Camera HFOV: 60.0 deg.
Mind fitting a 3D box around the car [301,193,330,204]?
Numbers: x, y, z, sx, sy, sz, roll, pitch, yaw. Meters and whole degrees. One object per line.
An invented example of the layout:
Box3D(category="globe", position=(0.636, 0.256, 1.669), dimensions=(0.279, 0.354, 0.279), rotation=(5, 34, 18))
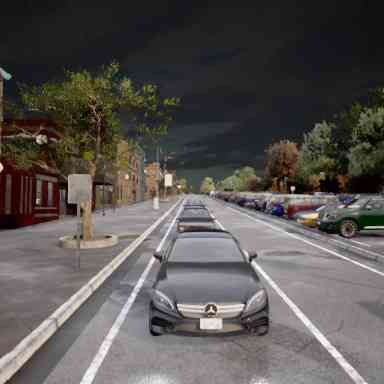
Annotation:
Box3D(category="car", position=(22.102, 1.161, 59.641), dimensions=(4.553, 1.767, 2.185), rotation=(0, 0, 0))

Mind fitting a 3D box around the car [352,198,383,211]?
Box3D(category="car", position=(22.233, 1.469, 40.212), dimensions=(4.792, 1.488, 2.163), rotation=(0, 0, 0))

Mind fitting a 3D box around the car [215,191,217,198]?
Box3D(category="car", position=(8.835, 1.099, 81.522), dimensions=(5.008, 1.535, 2.097), rotation=(0, 0, 0))

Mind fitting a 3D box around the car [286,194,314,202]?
Box3D(category="car", position=(22.019, 1.217, 67.968), dimensions=(4.892, 1.521, 2.231), rotation=(0, 0, 0))

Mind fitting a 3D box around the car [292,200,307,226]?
Box3D(category="car", position=(9.079, 1.474, 19.842), dimensions=(5.366, 1.575, 1.946), rotation=(0, 0, 0))

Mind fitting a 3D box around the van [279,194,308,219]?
Box3D(category="van", position=(9.343, 1.248, 25.450), dimensions=(4.442, 1.987, 1.878), rotation=(0, 0, 0))

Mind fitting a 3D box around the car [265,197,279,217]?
Box3D(category="car", position=(9.201, 1.472, 28.253), dimensions=(5.008, 1.535, 2.097), rotation=(0, 0, 0))

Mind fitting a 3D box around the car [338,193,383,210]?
Box3D(category="car", position=(22.157, 1.171, 42.984), dimensions=(5.566, 2.045, 2.435), rotation=(0, 0, 0))

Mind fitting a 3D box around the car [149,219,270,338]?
Box3D(category="car", position=(0.254, 1.527, 6.836), dimensions=(1.812, 1.442, 4.674), rotation=(0, 0, 0))

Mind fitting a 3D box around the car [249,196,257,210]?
Box3D(category="car", position=(9.178, 1.485, 36.665), dimensions=(4.792, 1.488, 2.163), rotation=(0, 0, 0))

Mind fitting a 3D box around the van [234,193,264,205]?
Box3D(category="van", position=(9.150, 1.111, 53.490), dimensions=(4.442, 1.987, 1.878), rotation=(0, 0, 0))

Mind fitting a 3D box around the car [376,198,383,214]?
Box3D(category="car", position=(22.427, 1.459, 34.658), dimensions=(5.366, 1.575, 1.946), rotation=(0, 0, 0))

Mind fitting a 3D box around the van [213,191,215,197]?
Box3D(category="van", position=(8.666, 0.802, 89.929), dimensions=(4.442, 1.987, 1.878), rotation=(0, 0, 0))

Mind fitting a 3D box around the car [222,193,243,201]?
Box3D(category="car", position=(8.867, 1.045, 73.112), dimensions=(4.553, 1.767, 2.185), rotation=(0, 0, 0))

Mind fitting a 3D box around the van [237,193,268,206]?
Box3D(category="van", position=(9.169, 1.135, 50.687), dimensions=(4.442, 1.987, 1.878), rotation=(0, 0, 0))

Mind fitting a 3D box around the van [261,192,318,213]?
Box3D(category="van", position=(9.071, 1.243, 31.059), dimensions=(4.442, 1.987, 1.878), rotation=(0, 0, 0))

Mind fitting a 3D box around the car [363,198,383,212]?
Box3D(category="car", position=(22.194, 1.484, 37.428), dimensions=(4.792, 1.488, 2.163), rotation=(0, 0, 0))

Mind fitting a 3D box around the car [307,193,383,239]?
Box3D(category="car", position=(9.255, 1.228, 17.040), dimensions=(5.566, 2.045, 2.435), rotation=(0, 0, 0))

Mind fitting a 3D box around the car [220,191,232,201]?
Box3D(category="car", position=(8.927, 0.991, 64.701), dimensions=(5.566, 2.045, 2.435), rotation=(0, 0, 0))

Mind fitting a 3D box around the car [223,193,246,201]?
Box3D(category="car", position=(8.886, 1.069, 70.309), dimensions=(4.553, 1.767, 2.185), rotation=(0, 0, 0))

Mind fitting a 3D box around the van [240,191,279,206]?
Box3D(category="van", position=(9.208, 1.182, 45.083), dimensions=(4.442, 1.987, 1.878), rotation=(0, 0, 0))

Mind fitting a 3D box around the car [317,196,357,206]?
Box3D(category="car", position=(22.314, 1.354, 51.315), dimensions=(5.366, 1.575, 1.946), rotation=(0, 1, 0))

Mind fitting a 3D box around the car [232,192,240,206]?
Box3D(category="car", position=(9.044, 1.133, 47.882), dimensions=(5.566, 2.045, 2.435), rotation=(0, 1, 0))

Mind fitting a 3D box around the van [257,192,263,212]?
Box3D(category="van", position=(9.285, 1.237, 33.862), dimensions=(4.442, 1.987, 1.878), rotation=(0, 0, 0))

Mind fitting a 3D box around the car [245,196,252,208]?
Box3D(category="car", position=(9.127, 1.482, 39.473), dimensions=(4.674, 1.452, 2.002), rotation=(0, 0, 0))

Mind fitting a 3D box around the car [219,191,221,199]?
Box3D(category="car", position=(8.908, 0.967, 67.505), dimensions=(5.566, 2.045, 2.435), rotation=(0, 0, 0))

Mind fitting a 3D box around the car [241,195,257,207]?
Box3D(category="car", position=(9.116, 1.427, 42.276), dimensions=(4.892, 1.521, 2.231), rotation=(0, 0, 0))

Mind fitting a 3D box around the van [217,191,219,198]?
Box3D(category="van", position=(8.743, 0.897, 78.717), dimensions=(4.442, 1.987, 1.878), rotation=(0, 0, 0))

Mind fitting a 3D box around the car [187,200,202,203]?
Box3D(category="car", position=(0.226, 1.455, 29.863), dimensions=(2.128, 1.511, 4.902), rotation=(0, 0, 0))

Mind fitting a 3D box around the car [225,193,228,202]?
Box3D(category="car", position=(8.973, 1.306, 61.901), dimensions=(4.674, 1.452, 2.002), rotation=(0, 0, 0))

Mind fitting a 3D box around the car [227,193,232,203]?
Box3D(category="car", position=(9.007, 1.314, 56.295), dimensions=(4.892, 1.521, 2.231), rotation=(0, 0, 0))

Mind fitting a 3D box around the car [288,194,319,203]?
Box3D(category="car", position=(21.847, 1.236, 65.190), dimensions=(5.366, 1.575, 1.946), rotation=(0, 0, 0))

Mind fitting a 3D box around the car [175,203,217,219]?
Box3D(category="car", position=(0.197, 1.540, 17.415), dimensions=(2.033, 1.411, 5.357), rotation=(0, 0, 0))

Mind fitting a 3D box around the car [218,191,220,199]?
Box3D(category="car", position=(8.910, 1.021, 75.915), dimensions=(4.553, 1.767, 2.185), rotation=(0, 0, 0))

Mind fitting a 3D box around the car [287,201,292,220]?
Box3D(category="car", position=(9.248, 1.516, 22.647), dimensions=(4.674, 1.452, 2.002), rotation=(0, 0, 0))
